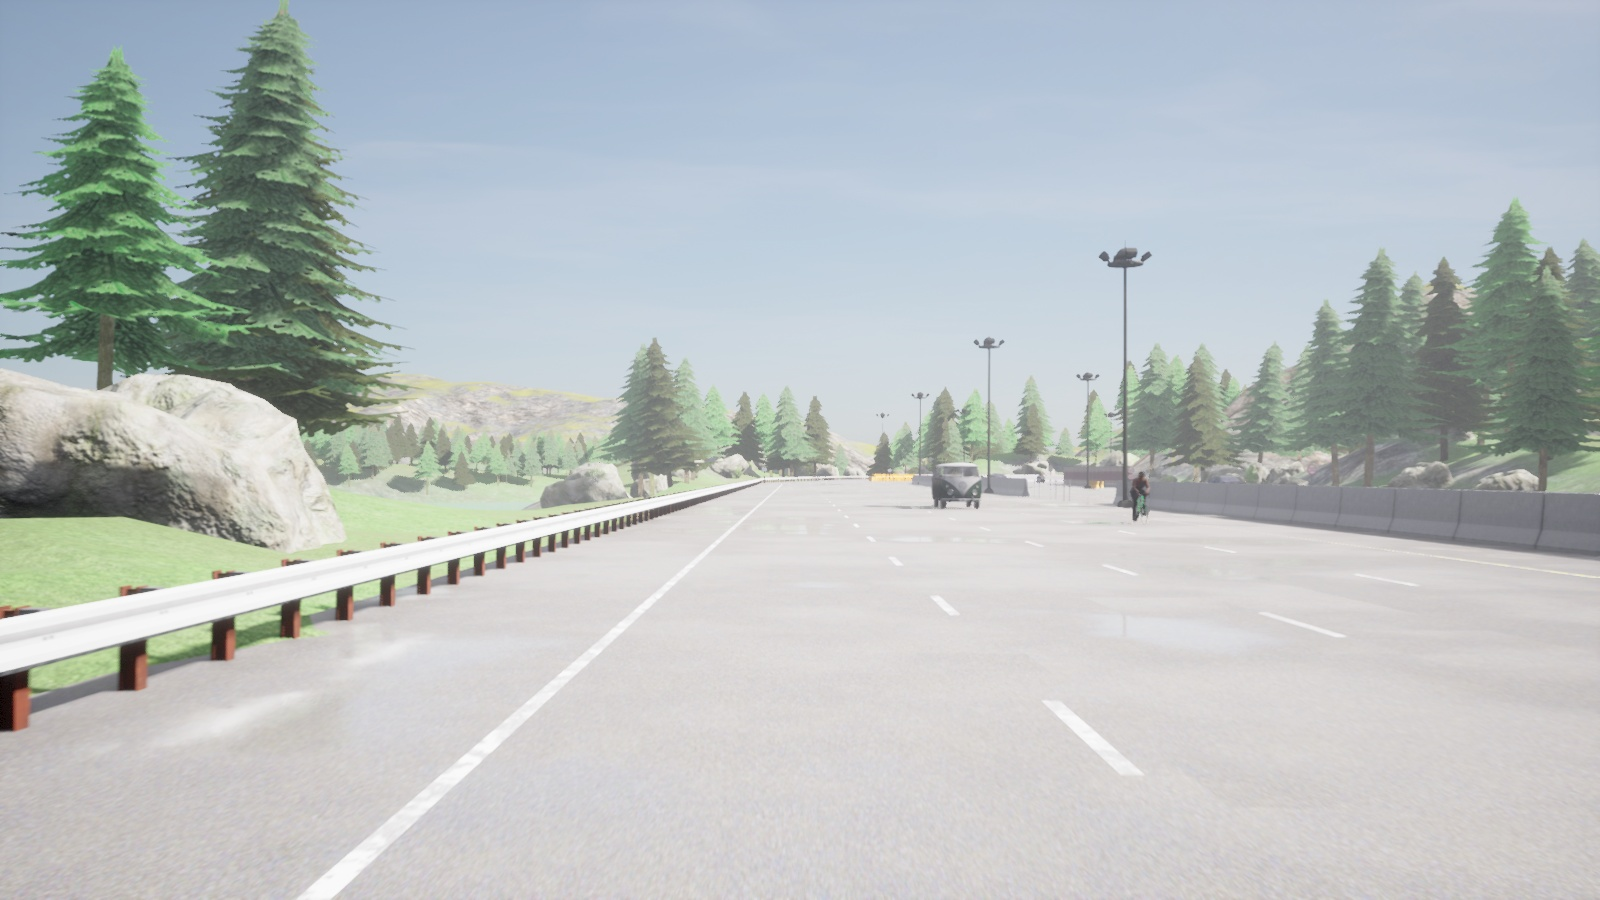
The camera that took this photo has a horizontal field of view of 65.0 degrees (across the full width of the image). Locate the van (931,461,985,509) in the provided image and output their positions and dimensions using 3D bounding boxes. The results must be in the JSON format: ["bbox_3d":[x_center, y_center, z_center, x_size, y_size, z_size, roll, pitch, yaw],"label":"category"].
[{"bbox_3d":[6.863,1.505,54.932,1.775,1.987,4.442,0,-1,0],"label":"van"}]

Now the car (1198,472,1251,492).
[{"bbox_3d":[31.272,2.364,92.657,2.033,1.411,5.357,0,-1,0],"label":"car"}]

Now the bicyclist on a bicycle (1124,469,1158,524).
[{"bbox_3d":[10.405,1.399,38.323,0.582,1.620,1.656,0,-1,0],"label":"bicyclist on a bicycle"}]
